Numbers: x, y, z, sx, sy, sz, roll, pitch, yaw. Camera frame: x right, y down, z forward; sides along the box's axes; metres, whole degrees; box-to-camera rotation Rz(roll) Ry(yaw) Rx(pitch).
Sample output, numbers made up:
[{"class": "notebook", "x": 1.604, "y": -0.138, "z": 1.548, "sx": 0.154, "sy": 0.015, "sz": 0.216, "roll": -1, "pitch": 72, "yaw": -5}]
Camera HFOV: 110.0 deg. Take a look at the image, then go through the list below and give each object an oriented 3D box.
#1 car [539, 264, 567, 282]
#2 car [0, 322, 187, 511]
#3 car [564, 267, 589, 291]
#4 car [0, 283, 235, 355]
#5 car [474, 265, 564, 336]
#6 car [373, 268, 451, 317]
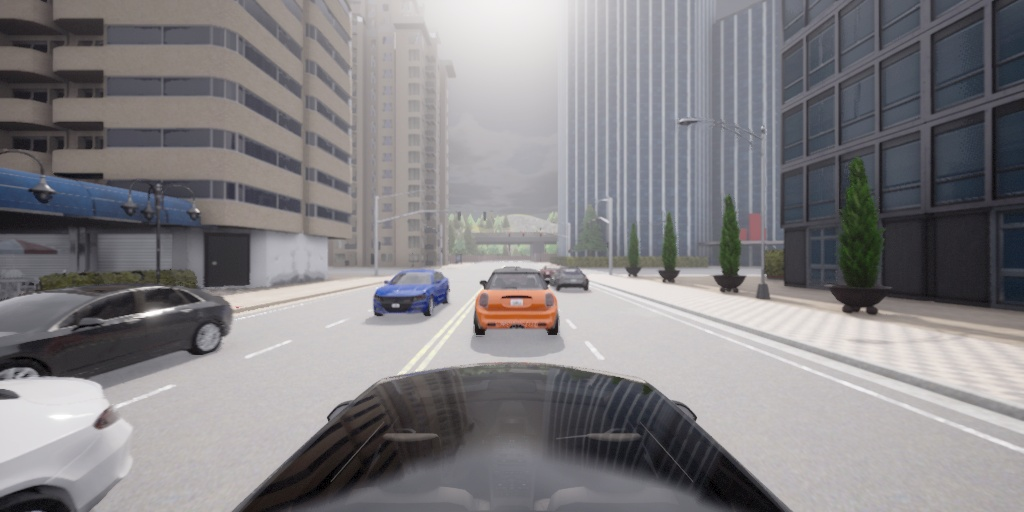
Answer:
[{"class": "car", "x": 3.486, "y": 1.419, "z": 31.287, "sx": 1.895, "sy": 1.301, "sz": 4.718, "roll": 0, "pitch": 0, "yaw": 0}, {"class": "car", "x": -3.590, "y": 1.273, "z": 0.599, "sx": 1.812, "sy": 1.442, "sz": 4.674, "roll": 0, "pitch": 0, "yaw": 0}, {"class": "car", "x": 3.541, "y": 1.362, "z": 22.476, "sx": 1.994, "sy": 1.385, "sz": 4.181, "roll": 0, "pitch": 0, "yaw": 1}, {"class": "car", "x": -7.076, "y": 1.264, "z": 5.917, "sx": 1.837, "sy": 1.490, "sz": 4.892, "roll": 0, "pitch": 0, "yaw": 0}, {"class": "car", "x": 0.094, "y": 1.122, "z": 10.621, "sx": 2.097, "sy": 1.767, "sz": 4.553, "roll": 0, "pitch": 0, "yaw": -1}, {"class": "car", "x": -3.592, "y": 1.255, "z": 13.599, "sx": 1.882, "sy": 1.535, "sz": 5.008, "roll": 0, "pitch": 0, "yaw": 0}]
